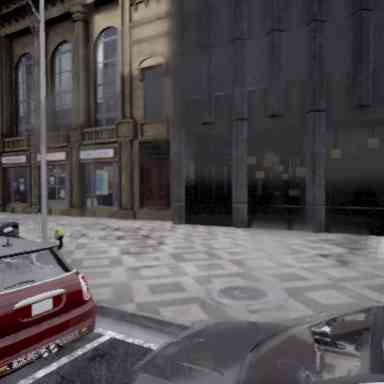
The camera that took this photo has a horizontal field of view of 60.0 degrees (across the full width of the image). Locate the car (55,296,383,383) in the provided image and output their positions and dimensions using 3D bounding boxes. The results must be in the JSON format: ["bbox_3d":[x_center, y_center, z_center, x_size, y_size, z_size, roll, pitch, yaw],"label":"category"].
[{"bbox_3d":[1.491,1.500,2.090,4.403,1.369,2.008,0,1,29],"label":"car"}]

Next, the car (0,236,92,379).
[{"bbox_3d":[-3.456,1.371,4.874,4.097,1.590,1.967,0,1,29],"label":"car"}]
